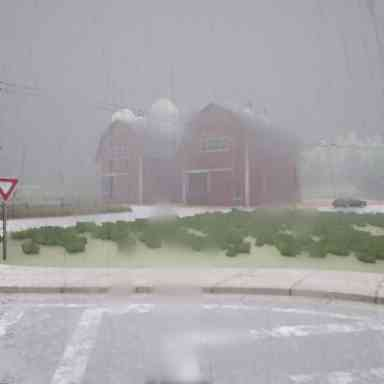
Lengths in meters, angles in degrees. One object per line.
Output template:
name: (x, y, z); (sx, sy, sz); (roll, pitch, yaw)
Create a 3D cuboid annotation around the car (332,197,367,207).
car: (20.501, 1.401, 43.262); (4.902, 1.511, 2.128); (0, 0, -24)
